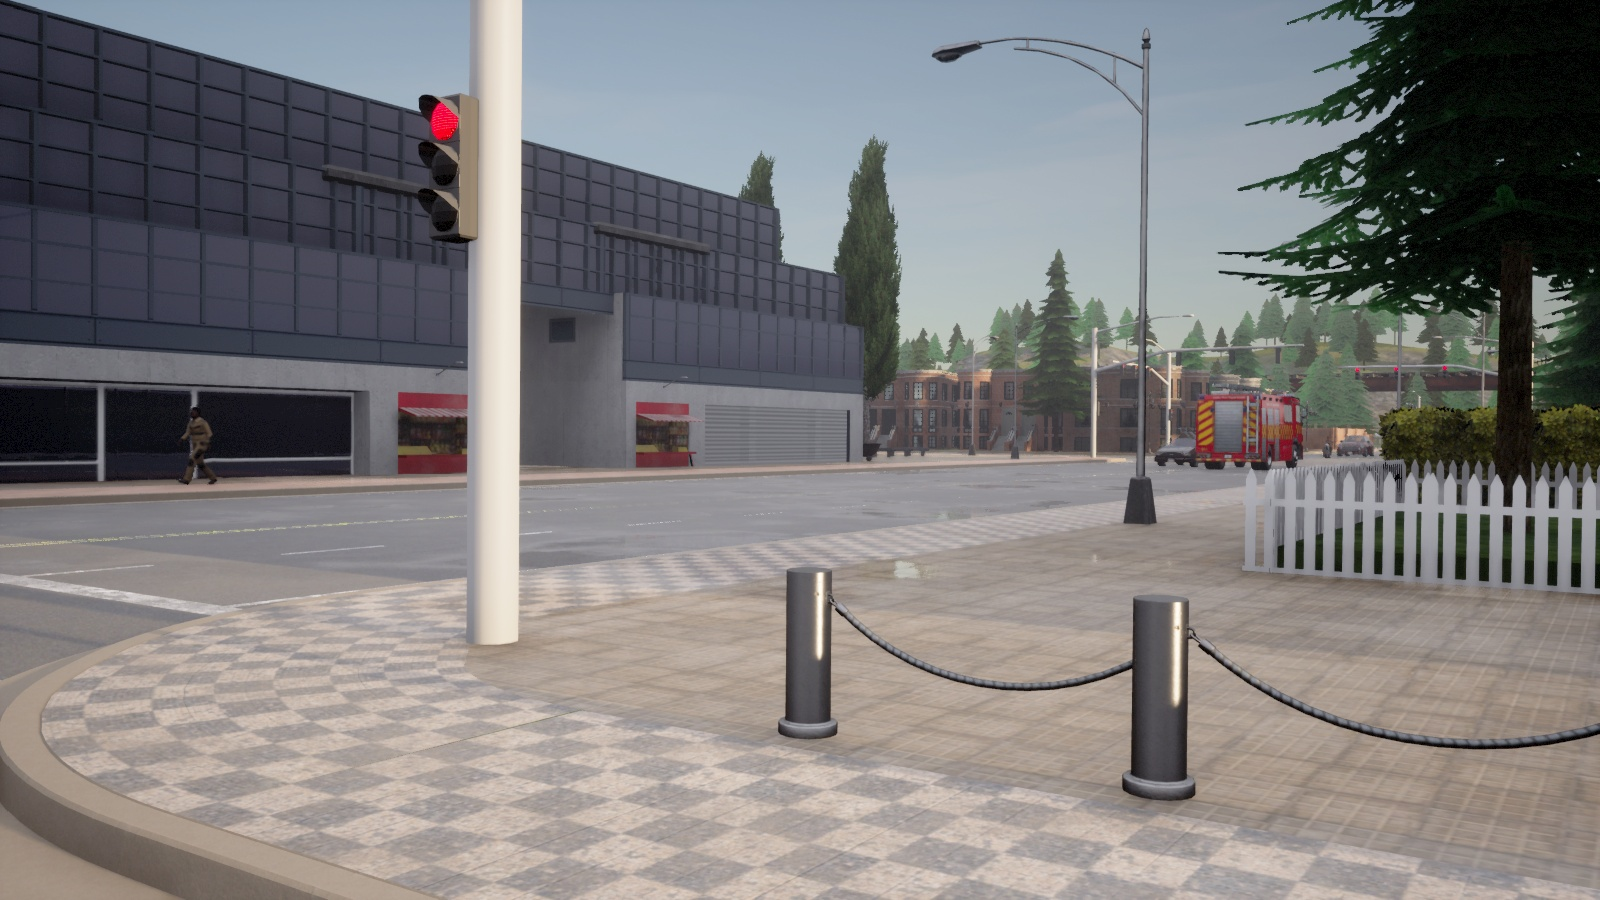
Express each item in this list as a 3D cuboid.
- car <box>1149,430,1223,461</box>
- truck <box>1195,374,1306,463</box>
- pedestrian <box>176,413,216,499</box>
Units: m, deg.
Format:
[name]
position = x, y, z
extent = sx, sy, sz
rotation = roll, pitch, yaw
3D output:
[car]
position = 18.992, -0.234, 61.611
extent = 2.033, 1.411, 5.357
rotation = 0, 1, 34
[truck]
position = 21.085, -1.422, 58.443
extent = 2.891, 3.827, 8.468
rotation = 0, 1, 34
[pedestrian]
position = -13.714, 0.125, 28.513
extent = 0.396, 1.930, 0.692
rotation = 0, 1, 31
